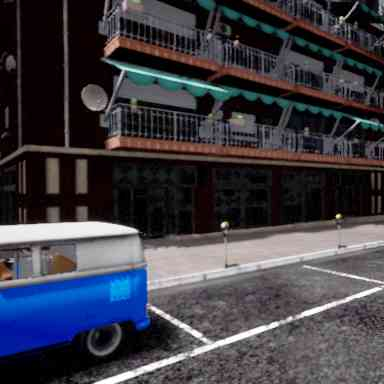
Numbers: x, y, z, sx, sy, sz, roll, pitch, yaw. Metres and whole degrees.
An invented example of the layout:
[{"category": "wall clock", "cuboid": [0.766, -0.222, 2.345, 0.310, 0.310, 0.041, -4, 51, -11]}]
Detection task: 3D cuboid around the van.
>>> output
[{"category": "van", "cuboid": [-2.523, 1.341, 4.313, 3.998, 1.788, 1.690, 0, -1, -36]}]
